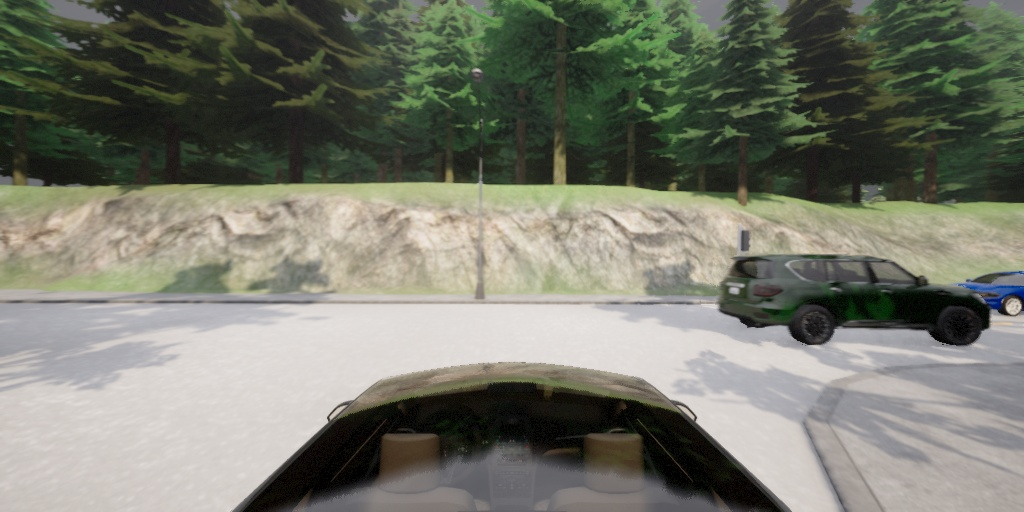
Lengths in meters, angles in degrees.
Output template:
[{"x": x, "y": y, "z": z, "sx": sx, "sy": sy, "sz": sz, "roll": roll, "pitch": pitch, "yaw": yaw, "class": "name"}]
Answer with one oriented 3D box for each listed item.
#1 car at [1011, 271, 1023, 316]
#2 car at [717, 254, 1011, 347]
[{"x": 18.573, "y": 1.296, "z": 13.142, "sx": 5.008, "sy": 1.535, "sz": 1.882, "roll": 0, "pitch": 0, "yaw": -3, "class": "car"}, {"x": 8.231, "y": 0.984, "z": 9.001, "sx": 5.566, "sy": 2.045, "sz": 2.150, "roll": 1, "pitch": 0, "yaw": -1, "class": "car"}]
